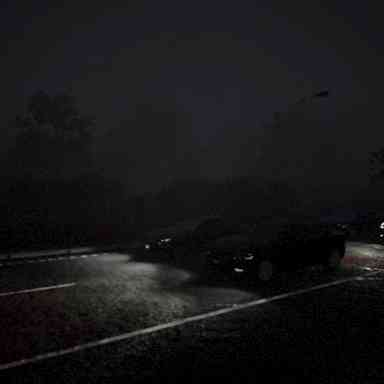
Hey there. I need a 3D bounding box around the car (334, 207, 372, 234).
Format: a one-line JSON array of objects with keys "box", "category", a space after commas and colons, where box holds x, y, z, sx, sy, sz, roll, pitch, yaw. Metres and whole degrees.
[{"box": [9.191, 1.646, 19.025, 5.008, 1.535, 1.882, -1, 1, -35], "category": "car"}]

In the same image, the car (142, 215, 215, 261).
[{"box": [0.359, 1.641, 12.818, 4.674, 1.442, 1.812, 1, -1, -36], "category": "car"}]

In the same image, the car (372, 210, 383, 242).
[{"box": [11.016, 1.523, 16.041, 4.553, 1.767, 2.097, -1, 1, -35], "category": "car"}]

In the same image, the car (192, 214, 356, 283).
[{"box": [2.684, 1.598, 10.185, 5.008, 1.535, 1.882, 1, -1, -35], "category": "car"}]
